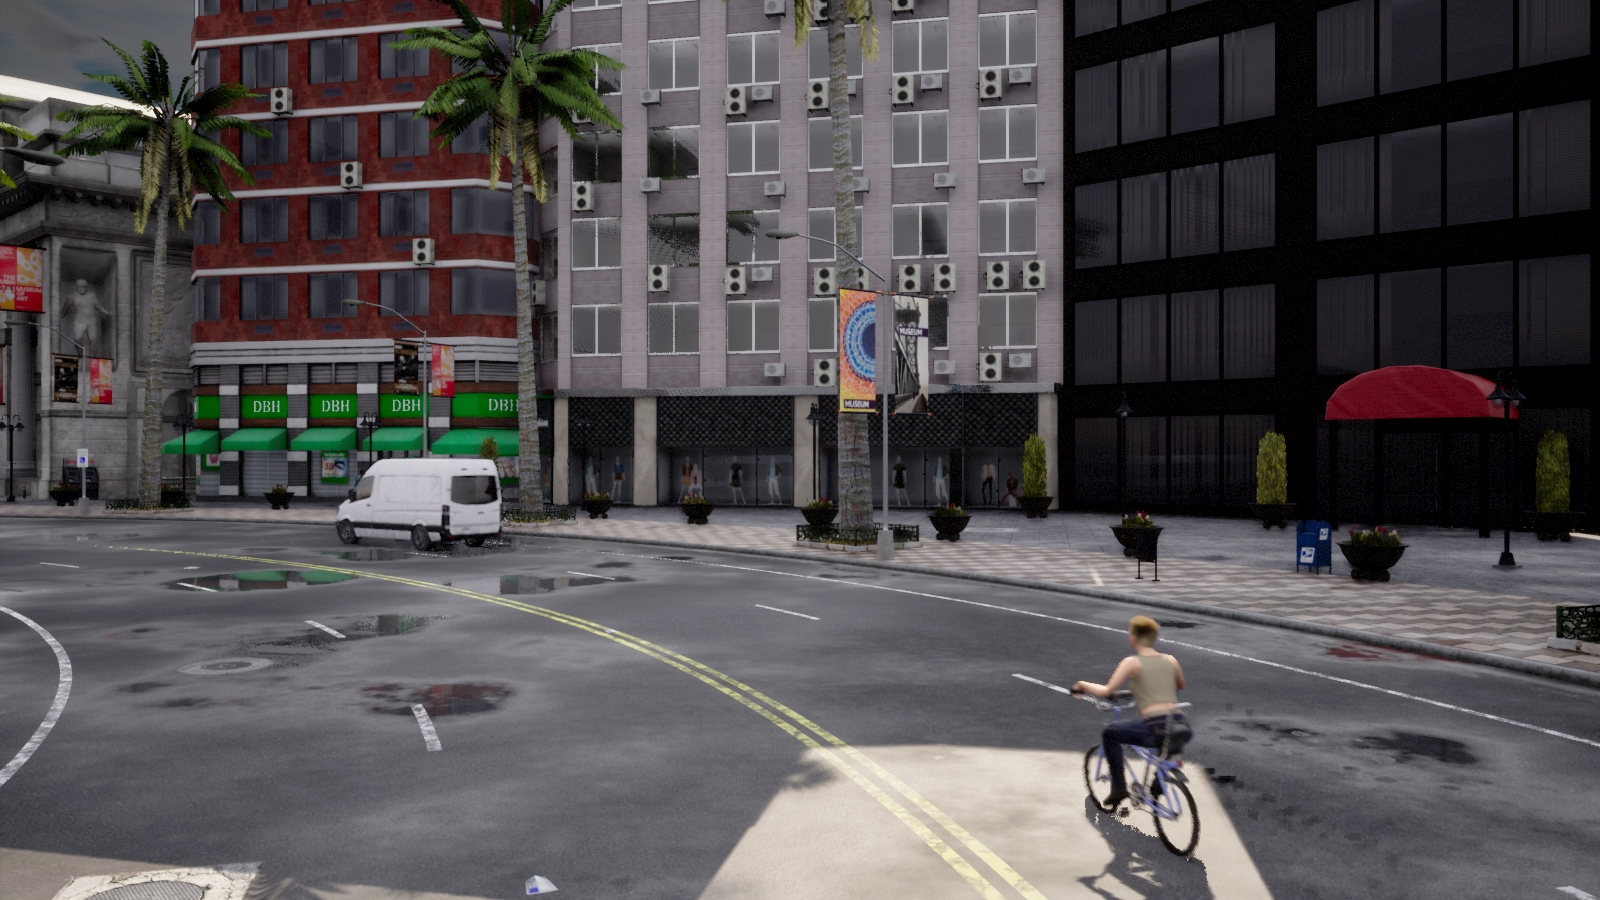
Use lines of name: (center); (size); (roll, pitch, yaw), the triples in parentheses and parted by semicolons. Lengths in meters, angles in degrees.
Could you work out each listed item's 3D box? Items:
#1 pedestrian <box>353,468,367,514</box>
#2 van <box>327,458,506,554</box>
pedestrian: (-18.203, 1.697, 47.304); (0.375, 1.860, 0.375); (0, 0, 26)
van: (-11.269, 1.534, 33.342); (5.915, 2.561, 1.988); (0, 0, 38)
